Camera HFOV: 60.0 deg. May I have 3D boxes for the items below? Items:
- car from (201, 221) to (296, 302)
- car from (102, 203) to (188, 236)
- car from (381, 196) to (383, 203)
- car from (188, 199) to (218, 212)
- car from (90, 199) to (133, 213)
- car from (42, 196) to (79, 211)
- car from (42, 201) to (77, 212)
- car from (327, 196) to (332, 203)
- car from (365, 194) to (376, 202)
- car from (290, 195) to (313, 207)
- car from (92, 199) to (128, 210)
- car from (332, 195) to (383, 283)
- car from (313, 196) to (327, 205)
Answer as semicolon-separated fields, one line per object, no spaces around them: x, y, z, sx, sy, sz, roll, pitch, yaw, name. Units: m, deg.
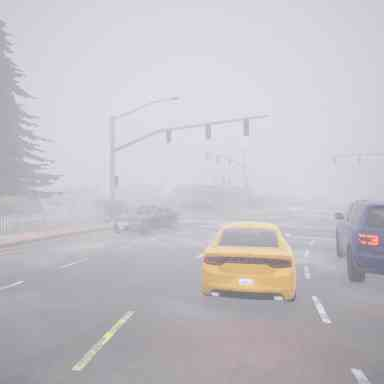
1.498;1.478;8.449;1.882;1.535;5.008;0;0;12;car
-2.410;1.490;18.538;2.128;1.511;4.902;0;0;26;car
40.544;1.540;69.224;2.033;1.411;5.357;0;0;32;car
0.852;1.582;40.097;4.674;1.442;1.812;0;1;28;car
-9.289;1.560;38.163;4.892;1.490;1.837;0;0;32;car
-17.011;1.407;42.979;4.553;1.767;2.097;0;0;32;car
-15.074;1.581;37.643;4.674;1.442;1.812;0;0;32;car
28.580;1.540;69.798;2.033;1.411;5.357;0;0;32;car
42.877;1.355;79.727;2.097;1.767;4.553;0;0;32;car
16.199;1.564;49.774;1.994;1.385;4.181;0;0;32;car
-7.227;1.560;32.745;4.892;1.490;1.837;0;0;34;car
5.462;1.221;9.478;2.150;2.045;5.566;0;0;19;car
22.436;1.526;59.875;1.812;1.442;4.674;0;0;32;car
